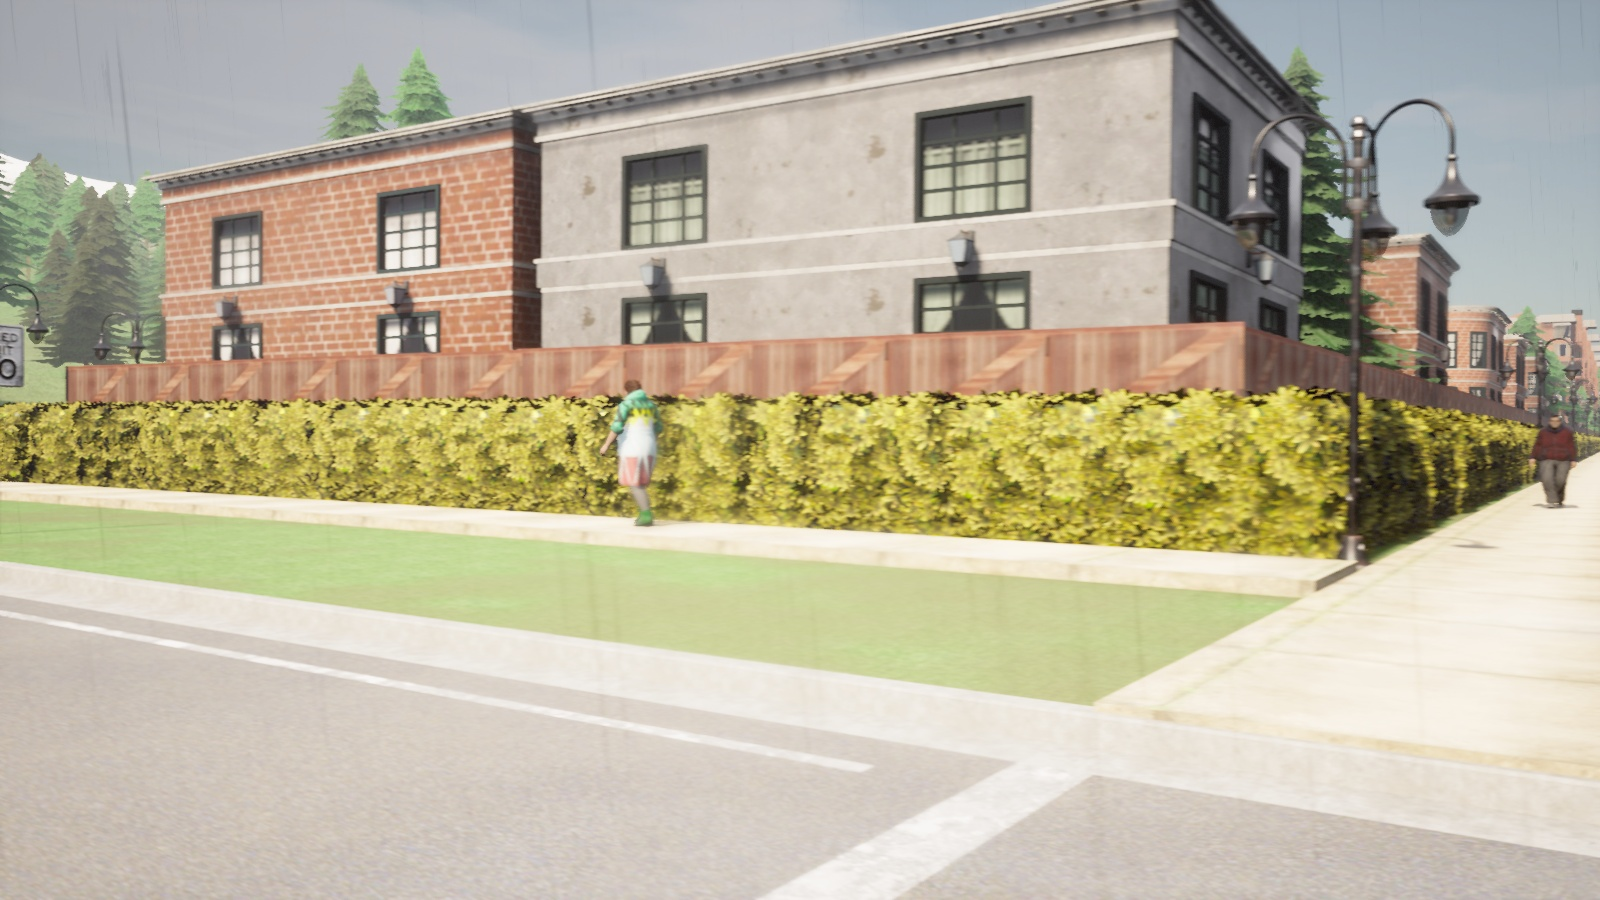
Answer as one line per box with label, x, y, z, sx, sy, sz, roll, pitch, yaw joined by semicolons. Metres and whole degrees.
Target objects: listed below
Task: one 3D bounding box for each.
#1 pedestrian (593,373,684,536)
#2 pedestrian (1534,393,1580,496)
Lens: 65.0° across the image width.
pedestrian;-2.000;0.046;15.555;0.873;1.952;0.659;0;1;34
pedestrian;13.863;-0.099;22.985;0.634;1.844;0.899;0;1;36
